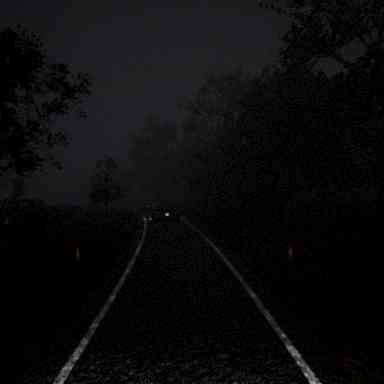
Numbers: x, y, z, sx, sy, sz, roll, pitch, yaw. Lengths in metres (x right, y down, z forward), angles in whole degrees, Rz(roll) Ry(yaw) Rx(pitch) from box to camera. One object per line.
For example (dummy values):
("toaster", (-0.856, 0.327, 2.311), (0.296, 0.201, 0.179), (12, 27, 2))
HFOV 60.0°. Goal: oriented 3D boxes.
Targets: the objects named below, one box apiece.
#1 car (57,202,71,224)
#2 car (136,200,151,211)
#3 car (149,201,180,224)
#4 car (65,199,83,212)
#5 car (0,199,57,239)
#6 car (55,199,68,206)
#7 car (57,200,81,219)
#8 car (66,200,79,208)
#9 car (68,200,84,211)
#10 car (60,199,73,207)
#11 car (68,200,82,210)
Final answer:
("car", (-10.800, 1.736, 24.579), (2.231, 1.521, 4.892), (2, -1, -10))
("car", (-5.805, 1.681, 41.925), (1.994, 1.385, 4.181), (-1, 0, -16))
("car", (-2.038, 1.560, 25.271), (1.994, 1.385, 4.181), (0, 0, -9))
("car", (-15.984, 1.973, 45.567), (2.097, 1.535, 5.008), (-1, -1, -18))
("car", (-9.943, 1.427, 19.021), (2.435, 2.045, 5.566), (2, -1, -8))
("car", (-30.345, 2.492, 77.336), (2.002, 1.452, 4.674), (1, -1, -32))
("car", (-11.837, 1.795, 30.073), (2.231, 1.521, 4.892), (2, -1, -11))
("car", (-22.571, 2.269, 62.596), (2.002, 1.452, 4.674), (0, 0, -24))
("car", (-18.026, 2.057, 51.555), (2.231, 1.521, 4.892), (0, -1, -19))
("car", (-27.204, 2.347, 72.058), (2.097, 1.535, 5.008), (-2, 0, -26))
("car", (-20.110, 2.149, 56.870), (2.097, 1.535, 5.008), (0, -1, -22))
